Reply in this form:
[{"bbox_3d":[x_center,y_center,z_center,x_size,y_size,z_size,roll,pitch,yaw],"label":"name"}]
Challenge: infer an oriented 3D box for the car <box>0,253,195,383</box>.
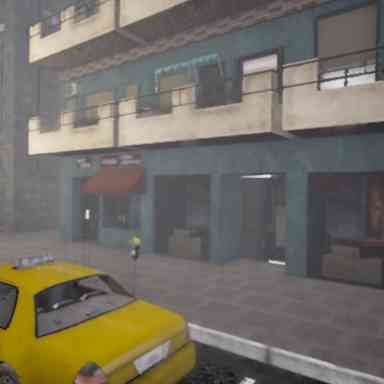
[{"bbox_3d":[-2.250,1.514,4.468,4.829,1.417,1.752,0,1,36],"label":"car"}]
